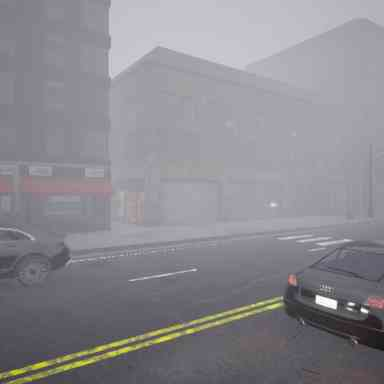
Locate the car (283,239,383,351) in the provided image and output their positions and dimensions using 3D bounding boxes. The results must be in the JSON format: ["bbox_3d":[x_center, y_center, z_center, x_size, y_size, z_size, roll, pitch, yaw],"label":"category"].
[{"bbox_3d":[3.585,1.564,5.976,4.181,1.385,1.994,0,0,-35],"label":"car"}]

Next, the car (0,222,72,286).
[{"bbox_3d":[-5.409,1.492,7.810,4.902,1.511,2.128,0,0,-35],"label":"car"}]
